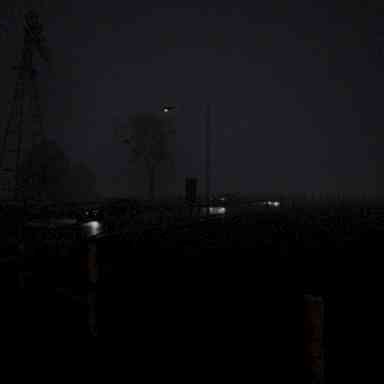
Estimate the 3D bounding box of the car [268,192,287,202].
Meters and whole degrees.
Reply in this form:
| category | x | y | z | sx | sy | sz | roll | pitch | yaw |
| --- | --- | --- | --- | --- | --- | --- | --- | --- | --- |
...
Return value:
| category | x | y | z | sx | sy | sz | roll | pitch | yaw |
| --- | --- | --- | --- | --- | --- | --- | --- | --- | --- |
| car | 13.754 | 0.737 | 53.626 | 1.994 | 1.385 | 4.181 | 1 | 1 | 35 |

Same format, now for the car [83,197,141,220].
| category | x | y | z | sx | sy | sz | roll | pitch | yaw |
| --- | --- | --- | --- | --- | --- | --- | --- | --- | --- |
| car | -6.109 | 1.217 | 25.717 | 1.837 | 1.490 | 4.892 | 1 | 2 | 35 |

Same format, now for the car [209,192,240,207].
| category | x | y | z | sx | sy | sz | roll | pitch | yaw |
| --- | --- | --- | --- | --- | --- | --- | --- | --- | --- |
| car | 3.923 | 0.837 | 39.883 | 2.097 | 1.767 | 4.553 | 1 | 1 | 35 |
